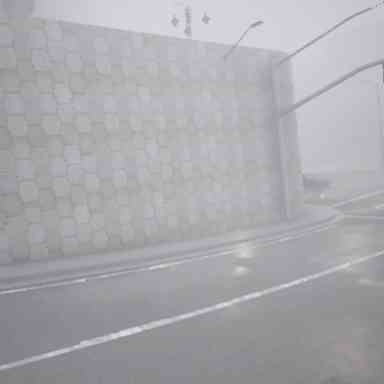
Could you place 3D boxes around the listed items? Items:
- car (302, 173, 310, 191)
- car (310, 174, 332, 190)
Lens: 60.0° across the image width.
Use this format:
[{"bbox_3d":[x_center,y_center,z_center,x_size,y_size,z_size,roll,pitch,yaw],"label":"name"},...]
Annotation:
[{"bbox_3d":[7.559,-0.652,29.359,2.097,1.767,4.553,-10,6,-35],"label":"car"},{"bbox_3d":[10.625,-1.001,31.058,1.812,1.442,4.674,-10,6,-35],"label":"car"}]
